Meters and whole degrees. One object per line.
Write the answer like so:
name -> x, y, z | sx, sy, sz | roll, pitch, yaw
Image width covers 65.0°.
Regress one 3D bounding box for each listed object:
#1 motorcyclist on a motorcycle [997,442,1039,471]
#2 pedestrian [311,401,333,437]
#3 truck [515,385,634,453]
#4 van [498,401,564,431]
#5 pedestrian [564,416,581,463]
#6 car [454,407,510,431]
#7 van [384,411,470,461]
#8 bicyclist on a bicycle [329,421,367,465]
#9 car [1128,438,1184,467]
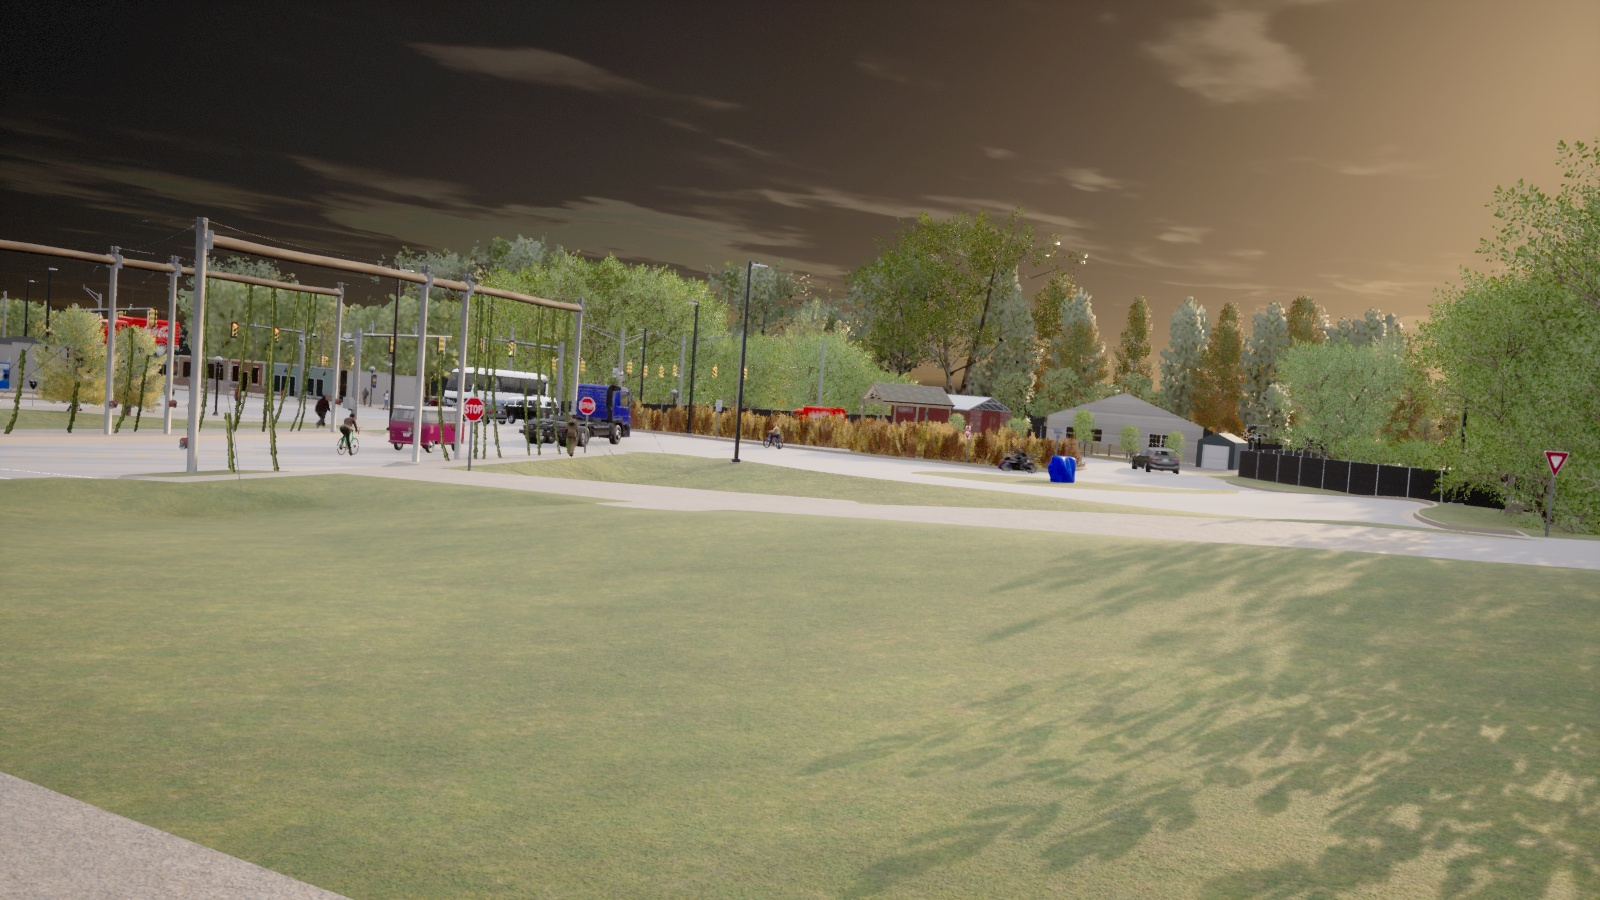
motorcyclist on a motorcycle -> 12.848, 0.397, 74.010 | 2.191, 1.530, 0.866 | 4, 2, -5
pedestrian -> -25.128, -1.618, 65.991 | 0.634, 1.844, 0.899 | 4, 3, 10
truck -> -12.521, -1.824, 70.635 | 2.891, 3.462, 7.936 | 4, 4, 19
van -> -19.261, -2.459, 89.870 | 4.480, 2.038, 2.069 | 3, 3, 36
pedestrian -> -9.665, -0.456, 53.295 | 0.396, 1.930, 0.692 | 4, 3, 11
car -> -22.151, -2.188, 87.417 | 3.705, 1.549, 1.789 | 3, 3, 35
van -> -16.405, -0.647, 55.471 | 1.775, 1.987, 4.442 | 4, 2, 10
bicyclist on a bicycle -> -17.510, -0.283, 48.690 | 0.582, 1.620, 1.656 | 4, 2, 8
car -> 23.875, 0.126, 84.353 | 2.242, 1.667, 4.611 | 2, 3, -2
